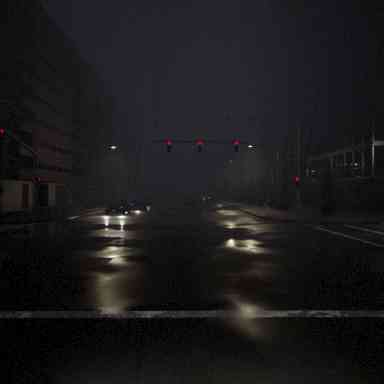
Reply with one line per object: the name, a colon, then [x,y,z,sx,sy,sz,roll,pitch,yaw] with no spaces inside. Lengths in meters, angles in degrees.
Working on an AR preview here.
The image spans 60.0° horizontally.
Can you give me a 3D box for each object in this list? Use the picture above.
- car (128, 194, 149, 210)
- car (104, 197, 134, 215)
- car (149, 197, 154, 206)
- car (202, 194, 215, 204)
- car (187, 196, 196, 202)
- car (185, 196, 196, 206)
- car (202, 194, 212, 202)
car: [-7.480,1.221,44.042,2.150,2.045,5.566,0,0,1]
car: [-7.488,1.526,34.132,1.812,1.442,4.674,0,0,0]
car: [-7.375,1.547,54.506,2.033,1.411,5.357,0,0,1]
car: [3.419,1.491,64.627,2.128,1.511,4.902,0,0,1]
car: [-0.073,1.540,74.803,2.033,1.411,5.357,0,0,1]
car: [-0.182,1.547,53.693,2.033,1.411,5.357,0,0,1]
car: [3.418,1.355,74.492,2.097,1.767,4.553,0,0,1]
